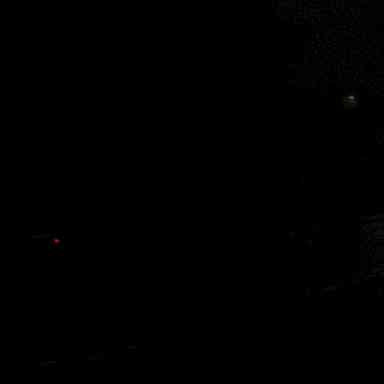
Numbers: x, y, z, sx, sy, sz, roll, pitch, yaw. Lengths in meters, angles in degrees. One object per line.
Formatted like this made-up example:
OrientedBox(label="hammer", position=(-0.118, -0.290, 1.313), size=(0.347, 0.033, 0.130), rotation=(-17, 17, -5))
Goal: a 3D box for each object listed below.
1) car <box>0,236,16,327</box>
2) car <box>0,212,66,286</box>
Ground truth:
OrientedBox(label="car", position=(-5.269, 1.554, 3.921), size=(5.357, 1.411, 2.033), rotation=(0, 0, -35))
OrientedBox(label="car", position=(-5.475, 1.353, 7.766), size=(4.553, 1.767, 2.097), rotation=(0, 0, -35))
